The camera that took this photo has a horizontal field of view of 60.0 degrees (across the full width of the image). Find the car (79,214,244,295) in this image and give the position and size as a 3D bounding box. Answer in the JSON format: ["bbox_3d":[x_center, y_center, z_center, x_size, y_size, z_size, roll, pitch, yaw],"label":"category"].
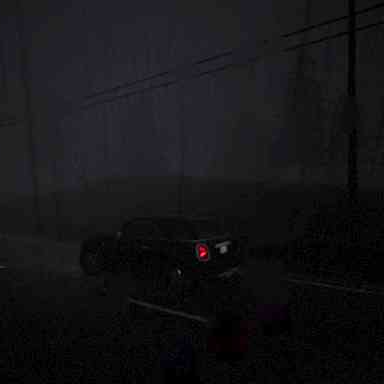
[{"bbox_3d":[-0.984,1.372,8.995,4.553,1.767,2.097,0,0,36],"label":"car"}]
